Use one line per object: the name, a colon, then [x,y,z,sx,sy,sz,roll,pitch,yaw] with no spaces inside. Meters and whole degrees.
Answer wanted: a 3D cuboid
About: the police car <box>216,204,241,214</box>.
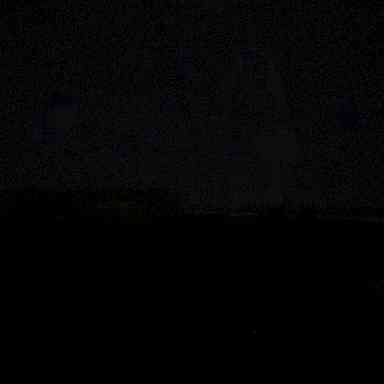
police car: [6.045,2.766,55.145,1.930,1.638,5.238,-1,-1,-36]
